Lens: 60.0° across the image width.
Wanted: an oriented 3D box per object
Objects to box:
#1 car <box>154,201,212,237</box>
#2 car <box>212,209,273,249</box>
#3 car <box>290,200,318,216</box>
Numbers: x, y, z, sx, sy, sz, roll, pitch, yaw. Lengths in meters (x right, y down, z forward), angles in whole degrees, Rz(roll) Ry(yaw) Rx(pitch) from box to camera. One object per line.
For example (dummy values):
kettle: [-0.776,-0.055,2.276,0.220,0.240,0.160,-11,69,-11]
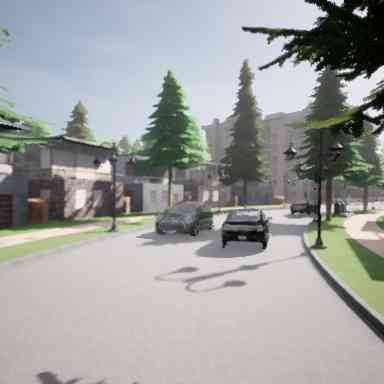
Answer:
car: [-0.304,1.339,18.136,2.097,1.767,4.553,0,0,19]
car: [2.504,1.498,14.778,2.128,1.511,4.902,0,0,15]
car: [11.420,1.543,33.488,2.128,1.511,4.902,0,0,35]
